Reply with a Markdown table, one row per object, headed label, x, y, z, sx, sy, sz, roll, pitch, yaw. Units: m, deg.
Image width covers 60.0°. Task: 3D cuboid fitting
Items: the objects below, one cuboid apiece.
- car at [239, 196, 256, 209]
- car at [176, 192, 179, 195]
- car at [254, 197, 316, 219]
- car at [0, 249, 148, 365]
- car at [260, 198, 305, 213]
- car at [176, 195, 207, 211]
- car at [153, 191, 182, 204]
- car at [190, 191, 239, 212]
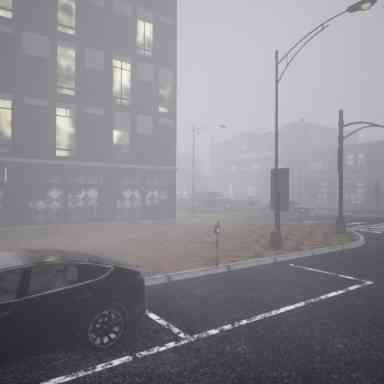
| label | x | y | z | sx | sy | sz | roll | pitch | yaw |
| --- | --- | --- | --- | --- | --- | --- | --- | --- | --- |
| car | 5.966 | 1.130 | 38.690 | 1.967 | 1.590 | 4.097 | 1 | 0 | -36 |
| car | -0.611 | 1.101 | 47.622 | 2.008 | 1.369 | 4.403 | 1 | 0 | -36 |
| car | 7.598 | 1.318 | 26.690 | 1.812 | 1.442 | 4.674 | 0 | 1 | -36 |
| car | -2.707 | 1.566 | 4.623 | 4.313 | 1.339 | 1.947 | 0 | 0 | -36 |
| car | 9.252 | 1.340 | 34.222 | 1.802 | 1.307 | 4.206 | 1 | 0 | -36 |
| car | -0.785 | 1.231 | 33.721 | 1.802 | 1.307 | 4.206 | 1 | 0 | -36 |
| car | -3.893 | 0.793 | 52.088 | 2.192 | 1.841 | 5.009 | 1 | 0 | -36 |
| car | 1.843 | 0.894 | 34.512 | 2.150 | 2.045 | 5.566 | 0 | 1 | -36 |
